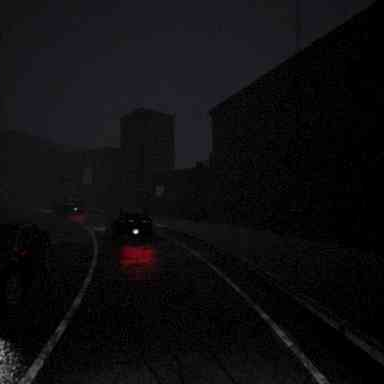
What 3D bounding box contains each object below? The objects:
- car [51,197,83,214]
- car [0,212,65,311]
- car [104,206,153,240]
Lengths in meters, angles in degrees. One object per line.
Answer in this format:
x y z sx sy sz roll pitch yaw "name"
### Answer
-12.141 1.266 32.279 1.837 1.490 4.892 4 -1 -39 "car"
-4.535 1.452 7.568 2.128 1.511 4.902 0 0 -11 "car"
-3.214 1.451 16.674 1.837 1.490 4.892 2 0 -19 "car"
